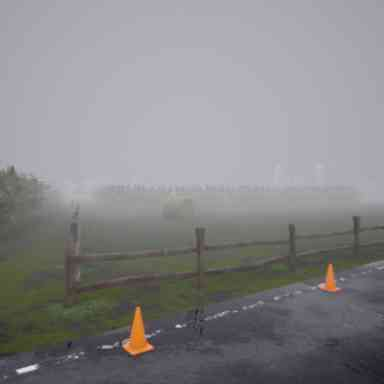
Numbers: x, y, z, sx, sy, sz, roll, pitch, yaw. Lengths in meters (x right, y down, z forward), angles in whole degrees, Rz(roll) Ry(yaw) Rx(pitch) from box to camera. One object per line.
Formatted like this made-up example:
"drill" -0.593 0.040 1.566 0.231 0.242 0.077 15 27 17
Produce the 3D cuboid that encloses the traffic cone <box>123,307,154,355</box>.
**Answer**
"traffic cone" -0.778 1.961 4.821 0.340 0.580 0.340 0 0 -36

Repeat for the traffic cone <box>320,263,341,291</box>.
"traffic cone" 3.232 1.964 7.760 0.340 0.580 0.340 0 0 -37
